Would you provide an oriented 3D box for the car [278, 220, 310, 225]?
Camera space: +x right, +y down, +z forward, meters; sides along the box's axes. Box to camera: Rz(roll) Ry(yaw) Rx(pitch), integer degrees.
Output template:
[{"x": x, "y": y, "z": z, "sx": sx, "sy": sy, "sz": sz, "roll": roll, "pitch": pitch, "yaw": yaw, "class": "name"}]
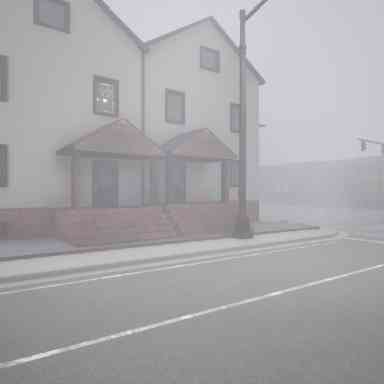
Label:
[{"x": 8.733, "y": 3.417, "z": 31.106, "sx": 2.128, "sy": 1.511, "sz": 4.902, "roll": -1, "pitch": -13, "yaw": -36, "class": "car"}]
